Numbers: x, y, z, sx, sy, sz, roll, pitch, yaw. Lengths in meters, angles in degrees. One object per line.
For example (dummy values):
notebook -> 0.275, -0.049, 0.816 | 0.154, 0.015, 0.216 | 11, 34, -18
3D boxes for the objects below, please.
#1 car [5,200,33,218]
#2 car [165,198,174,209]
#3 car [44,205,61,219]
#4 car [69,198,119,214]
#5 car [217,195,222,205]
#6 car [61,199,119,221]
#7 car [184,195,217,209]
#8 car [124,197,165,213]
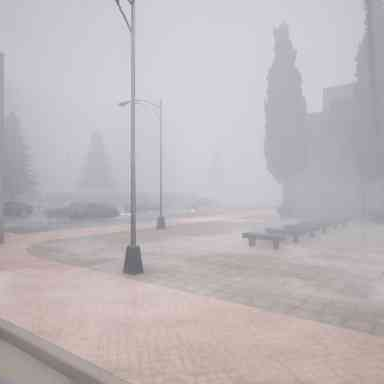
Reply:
car -> -16.246, 1.505, 28.512 | 1.837, 1.490, 4.892 | 0, 0, 39
car -> -4.354, 1.504, 43.840 | 1.837, 1.490, 4.892 | 0, 0, 38
car -> -10.781, 1.526, 29.754 | 1.812, 1.442, 4.674 | 0, 0, 37
car -> -10.459, 1.491, 35.936 | 2.128, 1.511, 4.902 | 0, 0, 38
car -> 2.306, 1.562, 52.422 | 1.994, 1.385, 4.181 | 0, 0, 38
car -> -8.061, 1.564, 27.302 | 1.994, 1.385, 4.181 | 0, 0, 38
car -> 0.872, 1.505, 44.874 | 1.837, 1.490, 4.892 | 0, 0, 38
car -> -5.473, 1.564, 36.656 | 1.994, 1.385, 4.181 | 0, 0, 38
